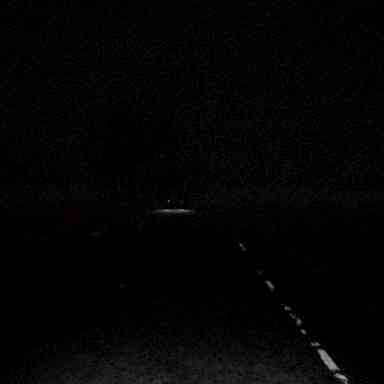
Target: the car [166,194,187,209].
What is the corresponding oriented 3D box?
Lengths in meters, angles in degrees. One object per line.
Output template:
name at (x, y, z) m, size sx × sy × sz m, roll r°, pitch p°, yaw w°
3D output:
car at (-1.784, 1.095, 39.787) m, size 2.097 × 1.767 × 4.553 m, roll 0°, pitch 0°, yaw 5°
